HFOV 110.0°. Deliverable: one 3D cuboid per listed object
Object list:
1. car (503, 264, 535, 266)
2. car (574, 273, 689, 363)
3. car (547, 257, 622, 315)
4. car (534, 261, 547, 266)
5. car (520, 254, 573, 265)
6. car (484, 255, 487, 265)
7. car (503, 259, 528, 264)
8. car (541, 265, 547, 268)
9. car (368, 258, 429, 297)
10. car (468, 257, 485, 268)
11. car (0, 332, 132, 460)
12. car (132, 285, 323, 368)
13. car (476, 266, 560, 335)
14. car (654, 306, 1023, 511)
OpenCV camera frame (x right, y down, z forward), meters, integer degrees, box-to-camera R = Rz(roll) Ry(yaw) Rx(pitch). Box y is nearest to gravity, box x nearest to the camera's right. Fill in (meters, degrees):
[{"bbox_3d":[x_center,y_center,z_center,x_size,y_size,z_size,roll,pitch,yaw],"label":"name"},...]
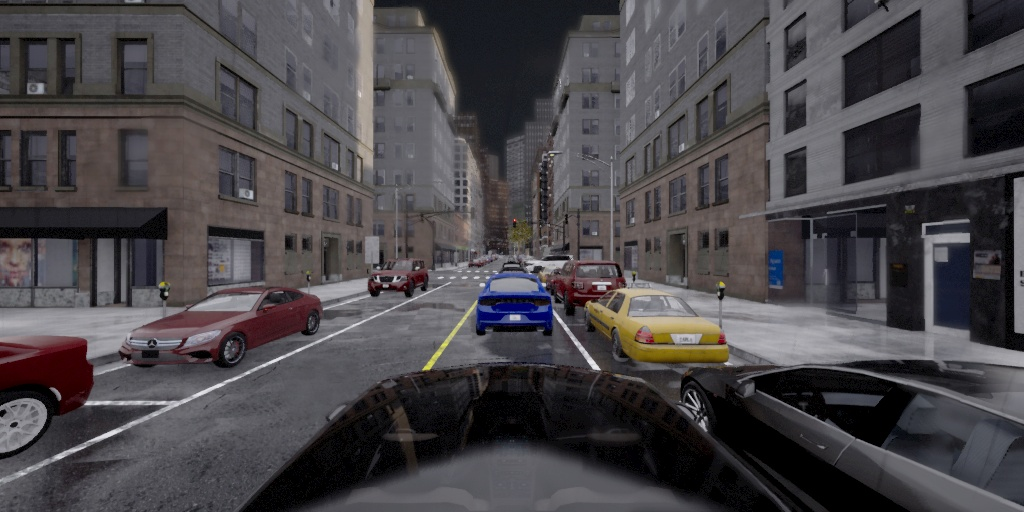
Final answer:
[{"bbox_3d":[0.070,1.297,17.985,1.994,1.385,4.181,0,0,0],"label":"car"},{"bbox_3d":[2.754,1.272,7.992,1.751,1.417,4.829,0,0,0],"label":"car"},{"bbox_3d":[2.746,1.055,13.376,2.192,1.841,5.009,0,0,0],"label":"car"},{"bbox_3d":[2.729,1.243,24.652,1.751,1.417,4.829,0,0,0],"label":"car"},{"bbox_3d":[4.090,0.879,38.611,5.566,2.045,2.150,0,0,-14],"label":"car"},{"bbox_3d":[-5.851,0.990,62.007,1.967,1.591,4.097,0,0,0],"label":"car"},{"bbox_3d":[0.010,1.216,26.898,1.837,1.490,4.892,0,0,0],"label":"car"},{"bbox_3d":[2.737,1.313,18.928,1.802,1.307,4.207,0,0,0],"label":"car"},{"bbox_3d":[-5.788,1.046,18.922,2.192,1.841,5.009,0,0,0],"label":"car"},{"bbox_3d":[-5.843,1.127,56.582,1.888,1.381,4.507,0,0,0],"label":"car"},{"bbox_3d":[-5.763,1.296,2.264,1.888,1.381,4.507,0,0,0],"label":"car"},{"bbox_3d":[-5.771,1.329,7.816,1.802,1.307,4.207,0,0,0],"label":"car"},{"bbox_3d":[0.036,1.222,10.482,1.882,1.535,5.008,0,0,-1],"label":"car"},{"bbox_3d":[2.762,1.316,2.270,1.948,1.339,4.313,0,0,0],"label":"car"}]
